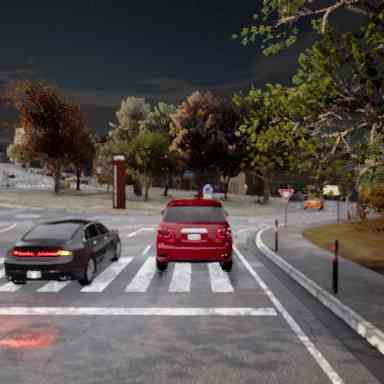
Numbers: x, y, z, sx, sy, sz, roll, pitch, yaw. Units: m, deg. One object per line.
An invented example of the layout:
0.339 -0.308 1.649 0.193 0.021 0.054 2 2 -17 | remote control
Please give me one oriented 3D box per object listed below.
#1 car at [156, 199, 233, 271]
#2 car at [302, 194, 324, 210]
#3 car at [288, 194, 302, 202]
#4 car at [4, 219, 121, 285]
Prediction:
0.098 1.251 11.163 2.150 2.045 5.566 0 0 1 | car
15.585 1.293 42.207 2.097 1.767 4.553 1 1 25 | car
19.516 1.014 61.700 2.033 1.411 5.357 -1 1 -21 | car
-3.372 1.535 9.595 1.837 1.490 4.892 0 0 1 | car
